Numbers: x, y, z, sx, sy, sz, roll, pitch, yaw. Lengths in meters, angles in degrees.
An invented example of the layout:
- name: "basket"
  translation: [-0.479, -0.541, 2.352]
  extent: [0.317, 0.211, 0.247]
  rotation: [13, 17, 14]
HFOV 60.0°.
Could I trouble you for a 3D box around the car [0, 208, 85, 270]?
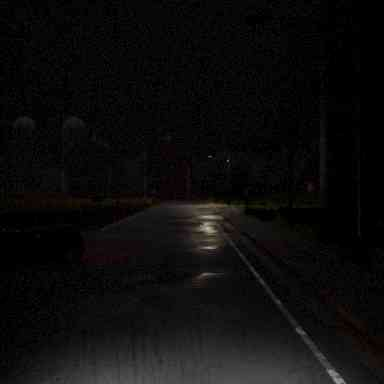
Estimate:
- name: "car"
  translation: [-5.402, 1.308, 9.338]
  extent: [2.097, 1.767, 4.553]
  rotation: [-1, 0, 36]
